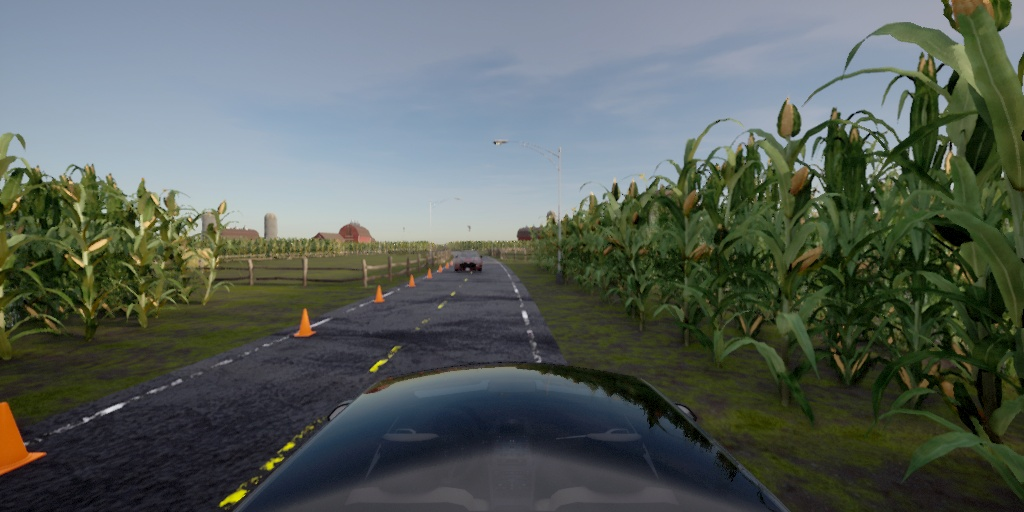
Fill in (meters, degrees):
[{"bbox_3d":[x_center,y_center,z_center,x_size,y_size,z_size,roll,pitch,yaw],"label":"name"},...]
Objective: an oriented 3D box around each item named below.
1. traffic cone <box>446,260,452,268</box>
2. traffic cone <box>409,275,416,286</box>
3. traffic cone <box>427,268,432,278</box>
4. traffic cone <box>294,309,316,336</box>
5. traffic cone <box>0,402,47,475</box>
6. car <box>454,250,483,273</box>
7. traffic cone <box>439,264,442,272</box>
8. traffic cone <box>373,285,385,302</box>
[{"bbox_3d":[-5.981,0.821,33.135,0.340,0.580,0.340,0,0,-4],"label":"traffic cone"},{"bbox_3d":[-5.096,1.239,18.253,0.340,0.580,0.340,0,0,-2],"label":"traffic cone"},{"bbox_3d":[-5.334,1.100,23.217,0.340,0.580,0.340,0,0,-3],"label":"traffic cone"},{"bbox_3d":[-4.793,1.519,8.318,0.340,0.580,0.340,0,0,-1],"label":"traffic cone"},{"bbox_3d":[-4.728,1.660,3.349,0.340,0.580,0.340,0,0,0],"label":"traffic cone"},{"bbox_3d":[-3.422,0.341,28.771,2.097,1.767,4.553,0,2,-4],"label":"car"},{"bbox_3d":[-5.629,0.960,28.177,0.340,0.580,0.340,0,0,-4],"label":"traffic cone"},{"bbox_3d":[-4.915,1.379,13.286,0.340,0.580,0.340,0,0,-2],"label":"traffic cone"}]
